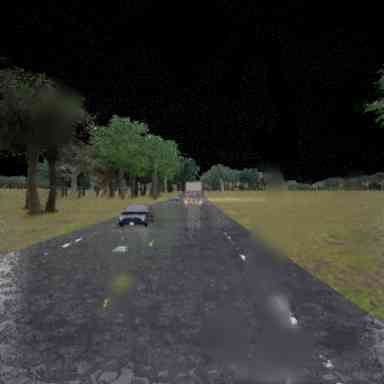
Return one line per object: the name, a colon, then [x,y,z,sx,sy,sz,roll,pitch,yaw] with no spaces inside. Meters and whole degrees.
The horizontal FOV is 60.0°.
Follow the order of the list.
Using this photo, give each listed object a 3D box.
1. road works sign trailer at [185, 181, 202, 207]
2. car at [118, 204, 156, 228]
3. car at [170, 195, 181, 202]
road works sign trailer: [0.228,0.247,47.710,2.380,3.560,2.880,0,1,1]
car: [-3.548,1.497,22.323,2.033,1.411,5.357,0,0,0]
car: [-3.120,1.184,63.376,1.994,1.385,4.181,0,1,1]
